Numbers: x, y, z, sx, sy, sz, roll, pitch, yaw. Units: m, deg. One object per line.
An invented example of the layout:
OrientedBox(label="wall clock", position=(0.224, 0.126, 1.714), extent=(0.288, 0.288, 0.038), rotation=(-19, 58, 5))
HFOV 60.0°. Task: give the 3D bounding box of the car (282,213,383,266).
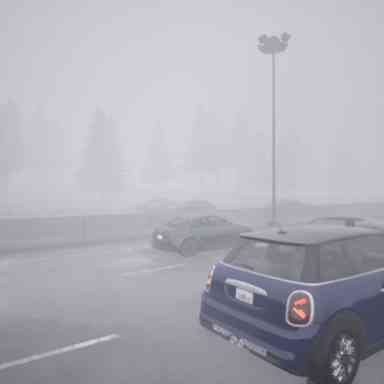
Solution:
OrientedBox(label="car", position=(5.567, 1.542, 12.015), extent=(4.718, 1.301, 1.895), rotation=(0, 0, -35))

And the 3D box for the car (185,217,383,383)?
OrientedBox(label="car", position=(2.393, 1.326, 5.453), extent=(4.553, 1.767, 2.097), rotation=(0, 0, -35))

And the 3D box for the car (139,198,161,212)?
OrientedBox(label="car", position=(-2.510, 1.479, 32.290), extent=(4.181, 1.385, 1.994), rotation=(0, 0, -35))

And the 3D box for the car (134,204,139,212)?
OrientedBox(label="car", position=(-3.816, 1.416, 35.658), extent=(4.892, 1.490, 1.837), rotation=(0, 0, -35))

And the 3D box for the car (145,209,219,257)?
OrientedBox(label="car", position=(0.522, 1.524, 12.717), extent=(4.181, 1.385, 1.994), rotation=(0, 0, -35))

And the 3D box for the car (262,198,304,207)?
OrientedBox(label="car", position=(8.688, 1.360, 31.663), extent=(4.902, 1.511, 2.128), rotation=(0, 0, -35))

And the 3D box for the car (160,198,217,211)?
OrientedBox(label="car", position=(-0.027, 1.417, 29.762), extent=(4.892, 1.490, 1.837), rotation=(0, 0, -35))
